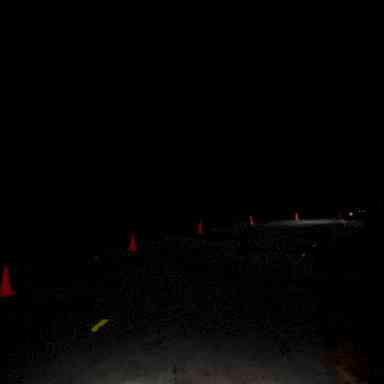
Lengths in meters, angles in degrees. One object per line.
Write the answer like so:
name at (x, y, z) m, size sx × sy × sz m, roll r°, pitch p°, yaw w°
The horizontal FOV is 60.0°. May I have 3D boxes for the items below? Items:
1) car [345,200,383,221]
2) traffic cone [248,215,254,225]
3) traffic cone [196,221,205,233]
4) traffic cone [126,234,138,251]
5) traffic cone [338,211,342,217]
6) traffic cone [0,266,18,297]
car at (14.191, 1.405, 26.046) m, size 4.902 × 1.511 × 2.128 m, roll 1°, pitch 0°, yaw -25°
traffic cone at (3.756, 1.784, 21.245) m, size 0.340 × 0.580 × 0.340 m, roll 1°, pitch 1°, yaw 43°
traffic cone at (0.414, 1.788, 16.932) m, size 0.340 × 0.580 × 0.340 m, roll 1°, pitch 1°, yaw 33°
traffic cone at (-2.157, 1.811, 12.144) m, size 0.340 × 0.580 × 0.340 m, roll 1°, pitch 1°, yaw 24°
traffic cone at (12.398, 1.826, 27.851) m, size 0.340 × 0.580 × 0.340 m, roll 0°, pitch 1°, yaw -28°
traffic cone at (-3.917, 1.850, 7.003) m, size 0.340 × 0.580 × 0.340 m, roll 1°, pitch 1°, yaw 14°
